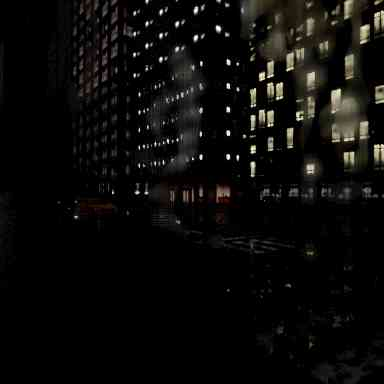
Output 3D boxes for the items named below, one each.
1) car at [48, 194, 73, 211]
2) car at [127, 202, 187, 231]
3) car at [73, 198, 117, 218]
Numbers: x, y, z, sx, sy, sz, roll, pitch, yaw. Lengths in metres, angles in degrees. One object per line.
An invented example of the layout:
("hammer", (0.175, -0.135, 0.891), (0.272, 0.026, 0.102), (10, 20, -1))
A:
("car", (-13.711, 1.045, 35.292), (2.097, 1.767, 4.553), (0, 0, -37))
("car", (-2.193, 1.344, 19.795), (2.128, 1.511, 4.902), (0, 0, -37))
("car", (-7.824, 1.254, 27.364), (1.882, 1.535, 5.008), (0, 0, -37))
